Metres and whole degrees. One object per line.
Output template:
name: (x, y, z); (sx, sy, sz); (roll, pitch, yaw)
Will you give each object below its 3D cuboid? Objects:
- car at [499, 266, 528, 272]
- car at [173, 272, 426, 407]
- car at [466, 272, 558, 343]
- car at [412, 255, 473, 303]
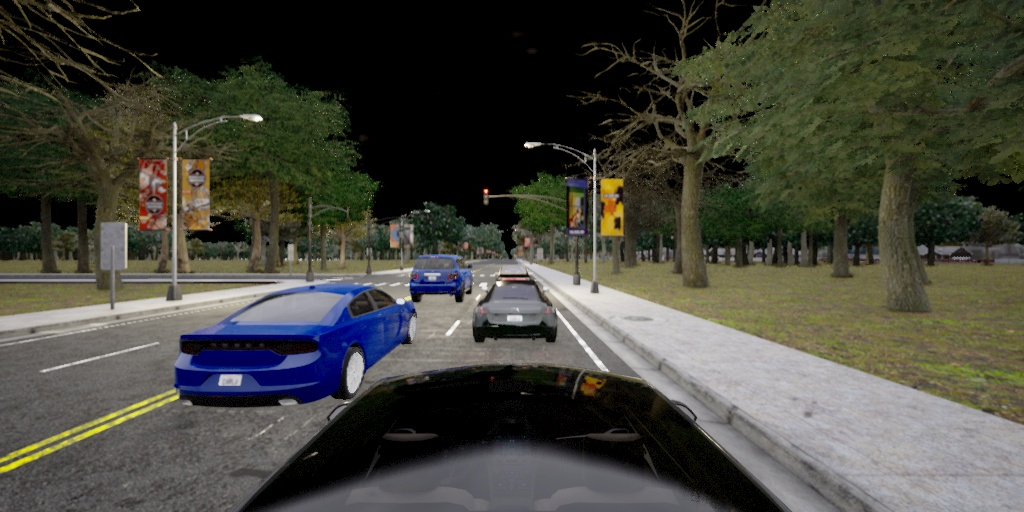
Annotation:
car: (0.088, 1.246, 18.633); (2.128, 1.511, 4.902); (0, 0, 0)
car: (-3.152, 1.228, 6.471); (1.882, 1.535, 5.008); (0, 0, 0)
car: (0.088, 1.316, 9.731); (1.994, 1.385, 4.181); (0, 0, 1)
car: (-3.161, 0.976, 16.889); (2.150, 2.045, 5.566); (0, 0, 0)
